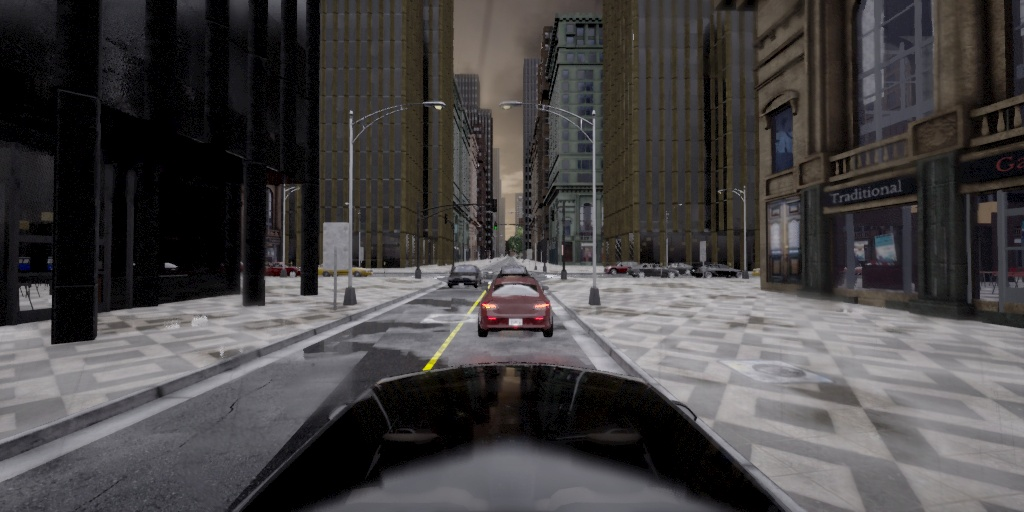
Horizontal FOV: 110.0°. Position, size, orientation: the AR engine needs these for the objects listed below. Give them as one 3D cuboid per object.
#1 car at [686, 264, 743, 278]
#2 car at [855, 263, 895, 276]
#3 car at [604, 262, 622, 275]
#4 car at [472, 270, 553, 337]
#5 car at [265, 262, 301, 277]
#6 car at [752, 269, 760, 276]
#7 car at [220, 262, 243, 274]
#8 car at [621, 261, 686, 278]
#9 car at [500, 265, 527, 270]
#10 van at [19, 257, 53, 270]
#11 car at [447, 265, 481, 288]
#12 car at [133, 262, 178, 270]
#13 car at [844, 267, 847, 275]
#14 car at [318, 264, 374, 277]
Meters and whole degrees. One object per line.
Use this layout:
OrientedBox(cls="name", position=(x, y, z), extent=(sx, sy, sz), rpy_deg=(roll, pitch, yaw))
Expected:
OrientedBox(cls="car", position=(17.986, 1.330, 31.410), extent=(4.313, 1.339, 1.948), rpy_deg=(0, 0, 0))
OrientedBox(cls="car", position=(40.656, 1.455, 40.018), extent=(4.097, 1.591, 1.967), rpy_deg=(0, 0, 0))
OrientedBox(cls="car", position=(12.315, 1.313, 39.913), extent=(4.097, 1.591, 1.967), rpy_deg=(0, 0, 0))
OrientedBox(cls="car", position=(0.088, 1.278, 10.141), extent=(1.812, 1.442, 4.674), rpy_deg=(0, 0, 0))
OrientedBox(cls="car", position=(-20.073, 1.195, 31.268), extent=(4.507, 1.381, 1.888), rpy_deg=(0, 0, 0))
OrientedBox(cls="car", position=(23.823, 1.314, 31.431), extent=(4.829, 1.417, 1.751), rpy_deg=(0, 0, 0))
OrientedBox(cls="car", position=(-30.973, 1.305, 39.751), extent=(4.507, 1.381, 1.888), rpy_deg=(0, 0, 0))
OrientedBox(cls="car", position=(12.316, 1.294, 31.389), extent=(4.403, 1.370, 2.007), rpy_deg=(0, 0, 0))
OrientedBox(cls="car", position=(0.092, 1.247, 19.399), extent=(2.128, 1.511, 4.902), rpy_deg=(0, 0, 0))
OrientedBox(cls="van", position=(-41.274, 0.956, 31.188), extent=(3.998, 1.789, 1.690), rpy_deg=(0, 0, 0))
OrientedBox(cls="car", position=(-3.012, 1.304, 23.840), extent=(2.033, 1.411, 5.357), rpy_deg=(0, 0, 0))
OrientedBox(cls="car", position=(-30.673, 1.196, 31.228), extent=(4.313, 1.339, 1.948), rpy_deg=(0, 0, 0))
OrientedBox(cls="car", position=(34.989, 1.561, 39.997), extent=(4.207, 1.307, 1.802), rpy_deg=(0, 0, 0))
OrientedBox(cls="car", position=(-14.603, 1.188, 31.288), extent=(4.829, 1.417, 1.751), rpy_deg=(0, 0, 0))
